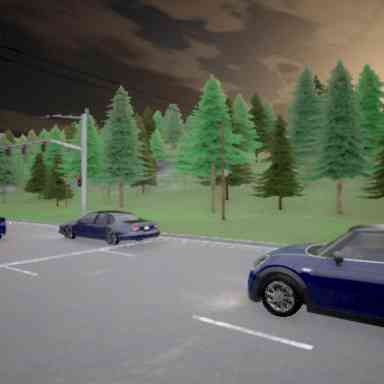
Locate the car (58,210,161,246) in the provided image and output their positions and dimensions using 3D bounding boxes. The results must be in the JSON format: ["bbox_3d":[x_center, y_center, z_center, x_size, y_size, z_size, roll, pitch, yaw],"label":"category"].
[{"bbox_3d":[-3.942,1.556,15.415,5.357,1.411,2.033,0,0,36],"label":"car"}]

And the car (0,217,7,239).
[{"bbox_3d":[-10.932,1.491,16.108,5.008,1.535,1.882,0,0,36],"label":"car"}]

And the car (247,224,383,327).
[{"bbox_3d":[3.297,1.352,5.939,4.553,1.767,2.097,0,0,36],"label":"car"}]
